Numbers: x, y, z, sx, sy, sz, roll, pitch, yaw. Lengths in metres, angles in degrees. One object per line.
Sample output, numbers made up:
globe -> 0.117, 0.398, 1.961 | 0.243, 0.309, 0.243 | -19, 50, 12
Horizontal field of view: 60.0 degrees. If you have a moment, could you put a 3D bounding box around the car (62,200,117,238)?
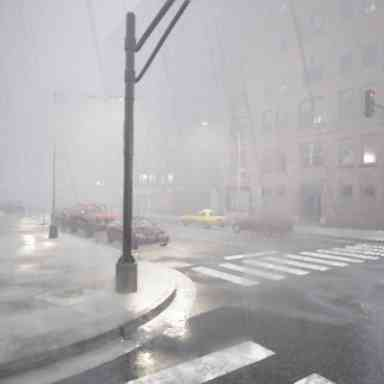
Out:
car -> -5.881, 1.606, 20.127 | 2.192, 1.841, 5.009 | 0, -1, -35

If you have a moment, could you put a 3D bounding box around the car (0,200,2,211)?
car -> -28.408, 2.344, 51.900 | 1.887, 1.381, 4.507 | 0, -1, -35

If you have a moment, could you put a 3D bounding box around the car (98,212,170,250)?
car -> -2.662, 1.803, 15.584 | 1.802, 1.307, 4.206 | 0, -1, -35

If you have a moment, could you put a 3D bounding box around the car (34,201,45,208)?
car -> -34.430, 2.765, 75.135 | 1.752, 1.417, 4.829 | 0, -1, -35

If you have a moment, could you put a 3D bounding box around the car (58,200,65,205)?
car -> -21.463, 2.265, 56.844 | 2.192, 1.841, 5.009 | 0, -1, -35

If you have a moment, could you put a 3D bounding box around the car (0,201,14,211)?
car -> -31.627, 2.312, 56.441 | 1.967, 1.590, 4.097 | 0, -1, -35

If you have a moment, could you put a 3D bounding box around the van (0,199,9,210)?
van -> -34.845, 2.286, 60.983 | 1.690, 1.788, 3.998 | 0, -1, -35

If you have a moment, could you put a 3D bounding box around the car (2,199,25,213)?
car -> -25.191, 2.040, 47.363 | 2.192, 1.841, 5.009 | 0, -1, -35

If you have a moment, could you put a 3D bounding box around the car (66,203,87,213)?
car -> -18.245, 2.427, 52.302 | 2.008, 1.369, 4.403 | 0, -1, -35

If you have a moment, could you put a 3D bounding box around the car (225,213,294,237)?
car -> 4.277, 1.955, 20.534 | 1.802, 1.307, 4.206 | 0, -1, -35

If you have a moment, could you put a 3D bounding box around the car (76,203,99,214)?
car -> -15.027, 2.346, 47.764 | 1.887, 1.381, 4.507 | 0, -1, -35

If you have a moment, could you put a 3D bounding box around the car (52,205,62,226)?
car -> -9.099, 1.905, 24.663 | 1.887, 1.381, 4.507 | 0, -1, -35

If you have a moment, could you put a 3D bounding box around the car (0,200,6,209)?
car -> -38.063, 2.456, 65.521 | 1.967, 1.590, 4.097 | 0, -1, -35

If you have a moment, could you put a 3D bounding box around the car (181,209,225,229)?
car -> 0.961, 1.970, 25.212 | 1.752, 1.417, 4.829 | 0, -1, -35
